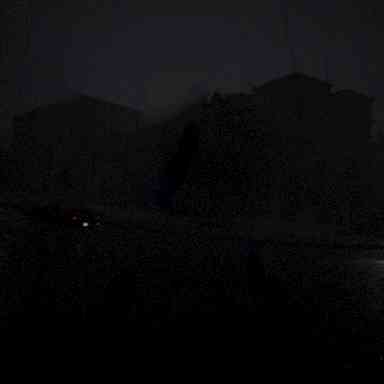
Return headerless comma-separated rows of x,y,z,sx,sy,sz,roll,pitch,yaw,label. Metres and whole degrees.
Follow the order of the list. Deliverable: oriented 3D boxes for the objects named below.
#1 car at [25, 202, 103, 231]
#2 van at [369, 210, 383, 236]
-6.704,1.136,17.133,4.718,1.301,1.895,3,1,39,car
15.759,2.385,24.830,4.442,1.987,1.878,1,-3,34,van
